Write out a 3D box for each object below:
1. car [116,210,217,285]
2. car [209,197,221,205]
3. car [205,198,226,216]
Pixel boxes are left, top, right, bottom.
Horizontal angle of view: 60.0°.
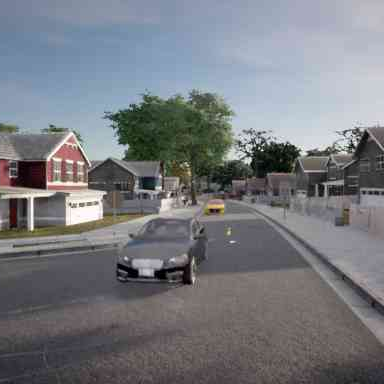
[{"bbox_3d":[-0.615,1.498,9.688,2.128,1.511,4.902,0,0,9],"label":"car"},{"bbox_3d":[4.160,1.660,59.972,1.895,1.301,4.718,0,0,1],"label":"car"},{"bbox_3d":[2.411,1.536,33.927,1.882,1.535,5.008,0,0,5],"label":"car"}]
